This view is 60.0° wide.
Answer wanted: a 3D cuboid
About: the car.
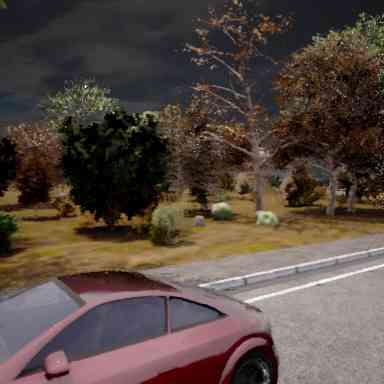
[{"bbox_3d":[-1.096,1.565,3.210,4.181,1.385,1.994,0,0,-36],"label":"car"}]
